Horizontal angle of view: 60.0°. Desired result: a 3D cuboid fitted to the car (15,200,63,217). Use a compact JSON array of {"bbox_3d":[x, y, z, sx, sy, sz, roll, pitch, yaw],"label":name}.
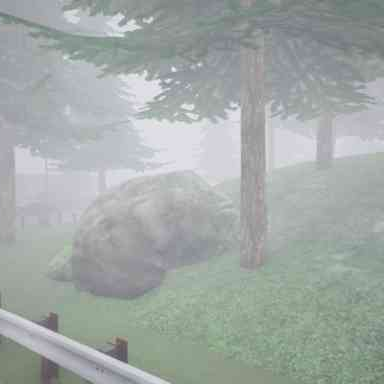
[{"bbox_3d":[-13.255,1.487,27.850,1.837,1.490,4.892,0,0,35],"label":"car"}]
